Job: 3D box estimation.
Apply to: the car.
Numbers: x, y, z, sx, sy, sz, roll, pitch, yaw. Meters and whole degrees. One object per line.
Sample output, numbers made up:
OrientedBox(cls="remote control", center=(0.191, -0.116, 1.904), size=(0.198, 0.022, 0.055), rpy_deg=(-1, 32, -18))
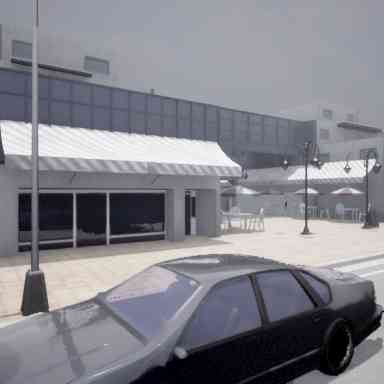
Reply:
OrientedBox(cls="car", center=(0.213, 1.548, 4.059), size=(5.357, 1.411, 2.033), rpy_deg=(0, 0, -34))
